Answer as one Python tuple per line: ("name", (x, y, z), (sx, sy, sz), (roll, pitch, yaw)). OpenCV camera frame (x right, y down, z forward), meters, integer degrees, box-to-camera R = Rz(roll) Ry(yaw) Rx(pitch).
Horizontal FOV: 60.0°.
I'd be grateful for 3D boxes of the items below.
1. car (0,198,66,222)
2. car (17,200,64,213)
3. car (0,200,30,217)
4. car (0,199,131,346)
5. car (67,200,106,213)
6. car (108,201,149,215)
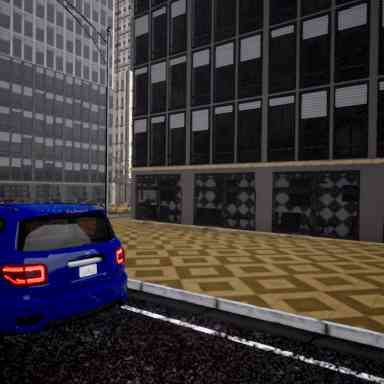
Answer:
("car", (-14.124, 1.516, 29.521), (2.192, 1.841, 5.009), (1, 0, 36))
("car", (-17.620, 1.639, 38.896), (1.752, 1.417, 4.829), (1, 0, 36))
("car", (-18.909, 1.611, 32.777), (1.837, 1.490, 4.892), (1, 0, 36))
("car", (-3.683, 1.218, 6.311), (5.566, 2.045, 2.150), (0, 0, 35))
("car", (-12.908, 1.758, 40.916), (1.994, 1.385, 4.181), (1, 0, 36))
("car", (-7.325, 1.827, 38.731), (1.752, 1.417, 4.829), (1, 0, 36))
